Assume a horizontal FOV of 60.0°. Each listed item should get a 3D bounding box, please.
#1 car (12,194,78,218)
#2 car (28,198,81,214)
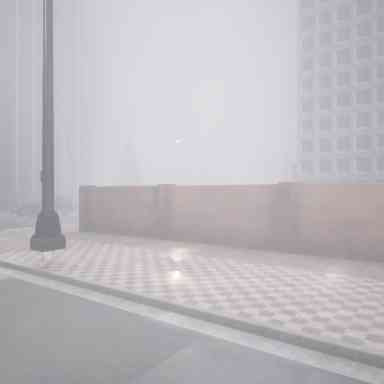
[{"bbox_3d":[-13.752,1.221,31.135,2.150,2.045,5.566,0,0,35],"label":"car"},{"bbox_3d":[-14.711,1.478,35.855,1.882,1.535,5.008,0,0,35],"label":"car"}]
